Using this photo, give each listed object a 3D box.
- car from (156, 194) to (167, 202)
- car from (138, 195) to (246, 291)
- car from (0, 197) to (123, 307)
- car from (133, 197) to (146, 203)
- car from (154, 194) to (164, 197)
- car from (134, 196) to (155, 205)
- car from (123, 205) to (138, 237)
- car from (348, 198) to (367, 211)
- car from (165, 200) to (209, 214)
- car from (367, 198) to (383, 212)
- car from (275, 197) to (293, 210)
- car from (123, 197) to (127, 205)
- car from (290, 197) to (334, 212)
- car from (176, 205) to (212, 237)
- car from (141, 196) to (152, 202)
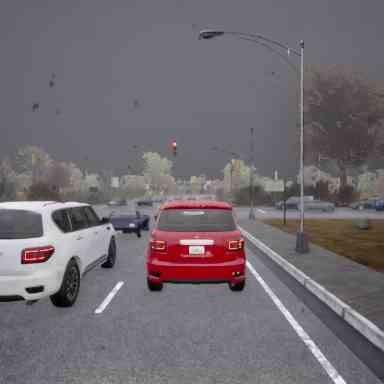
[{"bbox_3d":[-7.057,1.355,77.975,2.097,1.767,4.553,0,0,0],"label":"car"},{"bbox_3d":[0.091,1.221,9.153,2.150,2.045,5.566,0,0,0],"label":"car"},{"bbox_3d":[-3.406,1.221,8.092,2.150,2.045,5.566,0,0,0],"label":"car"},{"bbox_3d":[-10.555,1.601,67.739,1.895,1.301,4.718,0,0,0],"label":"car"},{"bbox_3d":[-7.064,1.351,67.633,2.097,1.767,4.553,0,0,0],"label":"car"},{"bbox_3d":[-7.132,1.601,50.263,1.895,1.301,4.718,0,0,0],"label":"car"},{"bbox_3d":[-3.412,1.601,17.860,1.895,1.301,4.718,0,0,0],"label":"car"},{"bbox_3d":[21.732,1.498,40.588,4.892,1.490,1.837,0,0,3],"label":"car"},{"bbox_3d":[-0.616,1.601,37.022,4.718,1.301,1.895,0,0,39],"label":"car"},{"bbox_3d":[23.085,1.212,37.008,5.566,2.045,2.150,0,0,3],"label":"car"},{"bbox_3d":[12.602,1.352,41.081,4.553,1.767,2.097,0,0,3],"label":"car"},{"bbox_3d":[-11.134,1.491,49.778,2.128,1.511,4.902,0,0,7],"label":"car"},{"bbox_3d":[13.750,1.564,37.511,4.181,1.385,1.994,0,0,3],"label":"car"},{"bbox_3d":[0.087,1.526,18.847,1.812,1.442,4.674,0,0,0],"label":"car"},{"bbox_3d":[-10.557,1.552,77.952,1.994,1.385,4.181,0,0,0],"label":"car"}]
